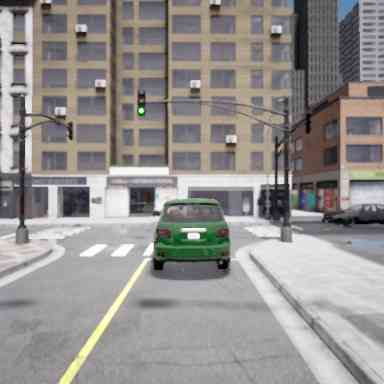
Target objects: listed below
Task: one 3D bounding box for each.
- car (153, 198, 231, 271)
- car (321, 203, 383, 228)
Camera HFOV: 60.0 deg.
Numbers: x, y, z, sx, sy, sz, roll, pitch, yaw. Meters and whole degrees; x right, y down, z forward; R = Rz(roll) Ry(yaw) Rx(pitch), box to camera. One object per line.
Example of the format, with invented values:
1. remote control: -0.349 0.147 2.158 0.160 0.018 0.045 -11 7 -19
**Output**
1. car: -0.138 1.211 11.122 2.150 2.045 5.566 0 0 -4
2. car: 11.033 1.426 20.813 5.357 1.411 2.033 -1 0 -1
